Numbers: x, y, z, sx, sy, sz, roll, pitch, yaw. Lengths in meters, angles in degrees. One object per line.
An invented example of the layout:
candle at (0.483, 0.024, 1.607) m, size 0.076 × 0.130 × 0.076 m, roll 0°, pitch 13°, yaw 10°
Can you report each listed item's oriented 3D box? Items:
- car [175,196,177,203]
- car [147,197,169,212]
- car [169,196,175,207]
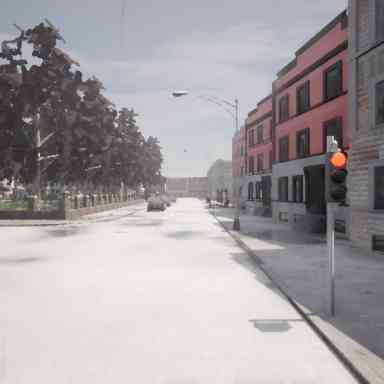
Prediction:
car at (-4.011, 1.509, 67.307) m, size 1.837 × 1.490 × 4.892 m, roll 0°, pitch 0°, yaw 0°
car at (-4.106, 1.478, 39.382) m, size 1.882 × 1.535 × 5.008 m, roll 0°, pitch 0°, yaw 0°
car at (-4.103, 1.547, 50.771) m, size 2.033 × 1.411 × 5.357 m, roll 0°, pitch 0°, yaw 0°
